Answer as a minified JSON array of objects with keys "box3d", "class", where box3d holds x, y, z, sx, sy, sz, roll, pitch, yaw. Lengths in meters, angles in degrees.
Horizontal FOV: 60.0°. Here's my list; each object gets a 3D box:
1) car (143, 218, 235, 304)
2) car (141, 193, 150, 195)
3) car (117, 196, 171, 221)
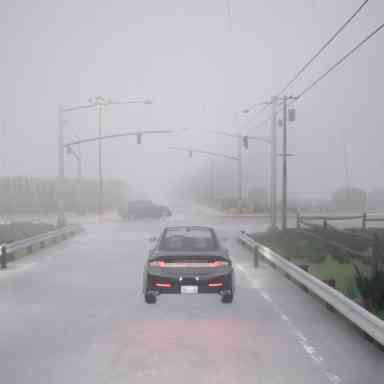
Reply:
[{"box3d":[-0.091,1.612,8.420,2.128,1.511,4.902,0,-2,-1],"class":"car"},{"box3d":[-7.397,1.275,51.557,1.812,1.442,4.674,0,1,-7],"class":"car"},{"box3d":[-4.092,1.502,29.100,4.553,1.767,2.097,-1,1,-33],"class":"car"}]
